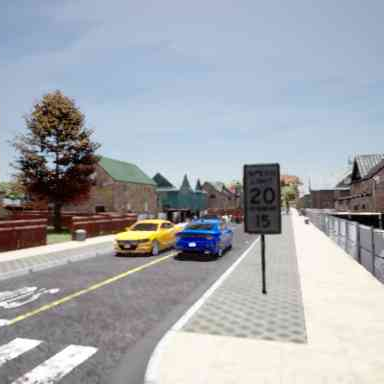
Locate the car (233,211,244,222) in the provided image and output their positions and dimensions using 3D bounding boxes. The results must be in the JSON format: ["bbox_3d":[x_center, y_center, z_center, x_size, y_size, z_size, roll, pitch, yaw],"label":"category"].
[{"bbox_3d":[6.561,3.312,45.399,1.882,1.535,5.008,-1,-3,16],"label":"car"}]

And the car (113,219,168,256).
[{"bbox_3d":[-2.047,2.136,16.501,1.882,1.535,5.008,-1,-3,16],"label":"car"}]

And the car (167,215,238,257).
[{"bbox_3d":[0.710,2.077,15.785,1.882,1.535,5.008,-1,-3,16],"label":"car"}]
